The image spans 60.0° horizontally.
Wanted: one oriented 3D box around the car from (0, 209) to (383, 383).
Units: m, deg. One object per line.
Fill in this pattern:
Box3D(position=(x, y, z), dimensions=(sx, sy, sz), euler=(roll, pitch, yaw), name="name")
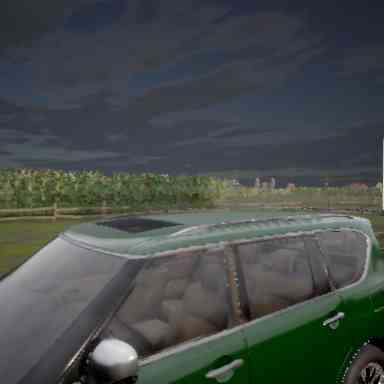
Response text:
Box3D(position=(-0.323, 1.226, 2.841), dimensions=(5.566, 2.045, 2.150), euler=(0, 0, -35), name="car")
